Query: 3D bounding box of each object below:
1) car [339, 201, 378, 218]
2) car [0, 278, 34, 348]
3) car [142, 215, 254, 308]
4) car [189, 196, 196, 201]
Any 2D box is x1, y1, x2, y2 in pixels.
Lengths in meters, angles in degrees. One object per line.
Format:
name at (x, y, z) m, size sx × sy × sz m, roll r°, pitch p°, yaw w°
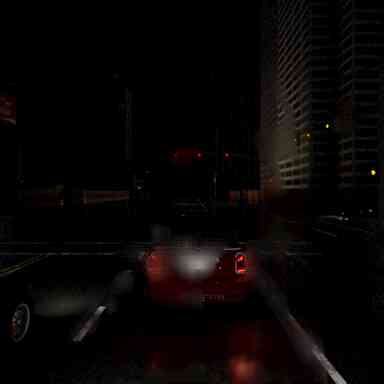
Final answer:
car at (16.317, 1.547, 30.126) m, size 5.357 × 1.411 × 2.033 m, roll 0°, pitch 0°, yaw 0°
car at (-3.393, 1.526, 3.315) m, size 1.812 × 1.442 × 4.674 m, roll 0°, pitch 0°, yaw 0°
car at (0.112, 1.352, 8.087) m, size 2.097 × 1.767 × 4.553 m, roll 0°, pitch 0°, yaw 0°
car at (0.128, 1.594, 83.437) m, size 1.895 × 1.301 × 4.718 m, roll 0°, pitch 0°, yaw 0°
